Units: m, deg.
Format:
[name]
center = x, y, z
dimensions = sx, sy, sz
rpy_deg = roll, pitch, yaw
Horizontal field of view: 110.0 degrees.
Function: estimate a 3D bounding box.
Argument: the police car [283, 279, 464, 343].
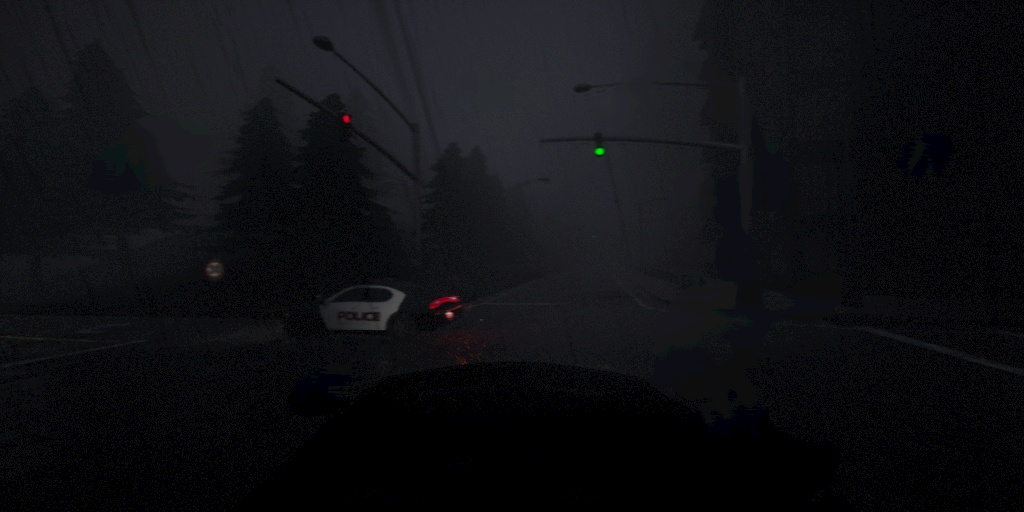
[police car]
center = -3.969, 1.456, 10.040
dimensions = 4.974, 1.542, 2.038
rpy_deg = -2, -1, 14
